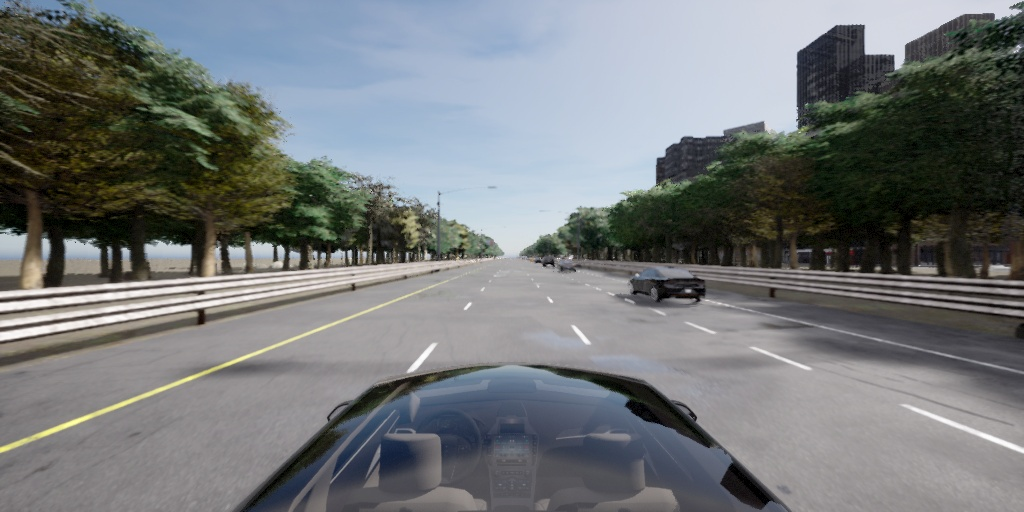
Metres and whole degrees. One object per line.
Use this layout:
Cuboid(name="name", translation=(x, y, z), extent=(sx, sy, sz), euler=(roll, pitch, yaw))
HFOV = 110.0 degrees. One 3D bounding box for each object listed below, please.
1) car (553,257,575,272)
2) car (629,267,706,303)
Cuboid(name="car", translation=(7.025, 1.285, 46.667), extent=(2.128, 1.511, 4.902), euler=(0, 0, 0))
Cuboid(name="car", translation=(6.994, 1.235, 16.711), extent=(1.882, 1.535, 5.008), euler=(0, 0, 0))
